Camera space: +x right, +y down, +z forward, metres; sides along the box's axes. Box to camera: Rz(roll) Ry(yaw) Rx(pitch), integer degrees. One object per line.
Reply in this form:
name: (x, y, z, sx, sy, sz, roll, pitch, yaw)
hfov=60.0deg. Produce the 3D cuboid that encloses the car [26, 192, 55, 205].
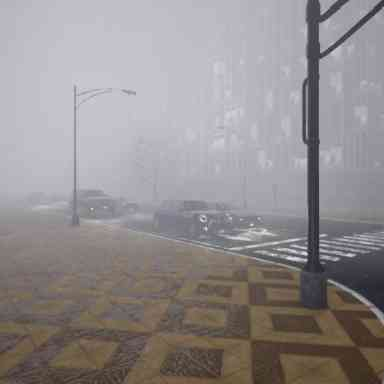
car: (-18.732, 0.710, 40.299, 2.128, 1.511, 4.902, 0, 1, -38)

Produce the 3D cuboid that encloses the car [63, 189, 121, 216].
car: (-8.121, 0.757, 26.730, 2.150, 2.045, 5.566, 0, 1, -39)

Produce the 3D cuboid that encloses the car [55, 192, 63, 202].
car: (-18.289, 0.715, 45.047, 1.994, 1.385, 4.181, 0, 1, -38)

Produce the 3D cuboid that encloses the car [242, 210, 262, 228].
car: (1.613, 1.289, 19.706, 2.033, 1.411, 5.357, 0, 1, -36)

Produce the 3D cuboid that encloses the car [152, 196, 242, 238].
car: (-0.048, 1.124, 16.512, 2.097, 1.767, 4.553, 0, 1, -38)

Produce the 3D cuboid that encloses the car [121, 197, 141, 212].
car: (-6.490, 1.104, 29.916, 1.895, 1.301, 4.718, 0, 1, -38)
